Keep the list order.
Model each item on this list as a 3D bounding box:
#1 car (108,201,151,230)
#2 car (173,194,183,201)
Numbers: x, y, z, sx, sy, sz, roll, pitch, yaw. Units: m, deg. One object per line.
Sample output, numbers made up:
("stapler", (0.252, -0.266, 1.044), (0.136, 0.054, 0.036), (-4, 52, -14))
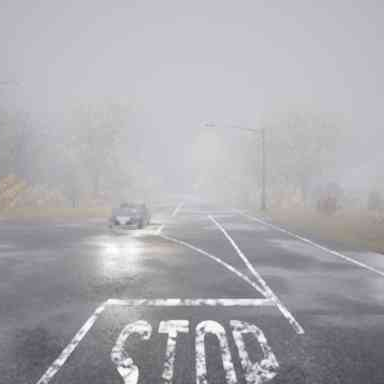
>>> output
("car", (-3.512, 1.267, 19.355), (2.128, 1.511, 4.902), (1, 0, 0))
("car", (-3.322, 1.372, 80.477), (2.097, 1.767, 4.553), (0, 0, 5))
